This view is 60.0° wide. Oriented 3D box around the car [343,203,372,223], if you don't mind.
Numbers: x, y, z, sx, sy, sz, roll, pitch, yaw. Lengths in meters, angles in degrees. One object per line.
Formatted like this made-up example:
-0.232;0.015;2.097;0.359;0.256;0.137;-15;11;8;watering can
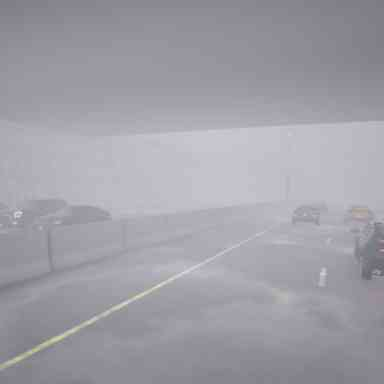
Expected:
13.332;1.644;26.807;1.882;1.535;5.008;1;0;24;car

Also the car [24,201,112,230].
-6.119;1.396;17.665;1.812;1.442;4.674;1;0;23;car

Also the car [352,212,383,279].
5.947;1.580;9.843;1.837;1.490;4.892;1;0;24;car

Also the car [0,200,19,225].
-12.951;1.263;19.540;1.837;1.490;4.892;1;0;24;car

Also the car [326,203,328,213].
15.132;1.740;39.721;1.994;1.385;4.181;1;0;23;car

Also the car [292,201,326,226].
8.552;1.641;24.592;2.033;1.411;5.357;1;0;23;car

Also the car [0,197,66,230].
-9.132;1.171;19.536;2.097;1.767;4.553;1;0;24;car
